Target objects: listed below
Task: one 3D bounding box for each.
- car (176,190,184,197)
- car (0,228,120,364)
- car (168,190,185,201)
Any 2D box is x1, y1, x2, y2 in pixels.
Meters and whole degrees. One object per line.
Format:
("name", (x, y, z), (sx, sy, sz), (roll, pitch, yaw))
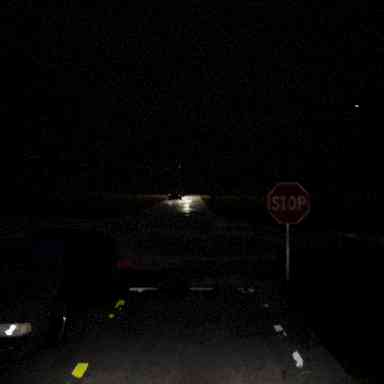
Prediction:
("car", (-2.745, 0.384, 76.515), (1.837, 1.490, 4.892), (0, 1, 0))
("car", (-2.759, 1.459, 6.361), (2.033, 1.411, 5.357), (0, 1, 0))
("car", (-2.747, 0.496, 54.963), (2.097, 1.767, 4.553), (0, 0, 0))
